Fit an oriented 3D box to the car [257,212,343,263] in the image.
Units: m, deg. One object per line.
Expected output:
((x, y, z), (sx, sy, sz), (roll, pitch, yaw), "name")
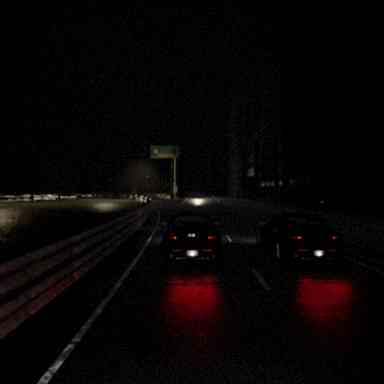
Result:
((3.591, 1.472, 11.811), (1.837, 1.490, 4.892), (0, 0, 0), "car")

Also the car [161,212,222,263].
((-0.050, 1.471, 11.809), (1.837, 1.490, 4.892), (0, 0, -1), "car")
